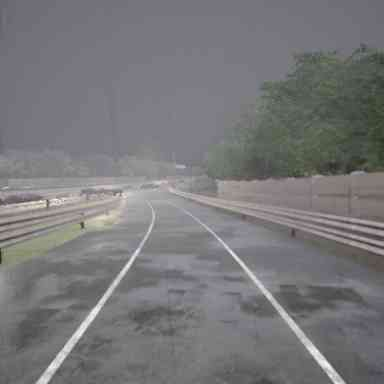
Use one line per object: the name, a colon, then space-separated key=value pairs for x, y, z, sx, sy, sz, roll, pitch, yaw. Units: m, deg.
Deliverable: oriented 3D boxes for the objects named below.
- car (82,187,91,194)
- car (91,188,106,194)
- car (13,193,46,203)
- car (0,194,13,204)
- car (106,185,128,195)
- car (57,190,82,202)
car: x=-23.858 y=-0.288 z=76.888 sx=1.837 sy=1.490 sz=4.892 roll=0 pitch=3 yaw=11
car: x=-20.418 y=-0.248 z=76.244 sx=2.128 sy=1.511 sz=4.902 roll=0 pitch=3 yaw=11
car: x=-24.980 y=0.888 z=51.994 sx=2.097 sy=1.767 sz=4.553 roll=0 pitch=3 yaw=11
car: x=-28.413 y=1.066 z=52.683 sx=2.033 sy=1.411 sz=5.357 roll=0 pitch=3 yaw=11
car: x=-16.980 y=-0.280 z=75.589 sx=1.882 sy=1.535 sz=5.008 roll=0 pitch=3 yaw=11
car: x=-20.748 y=0.885 z=55.566 sx=1.994 sy=1.385 sz=4.181 roll=0 pitch=3 yaw=11
